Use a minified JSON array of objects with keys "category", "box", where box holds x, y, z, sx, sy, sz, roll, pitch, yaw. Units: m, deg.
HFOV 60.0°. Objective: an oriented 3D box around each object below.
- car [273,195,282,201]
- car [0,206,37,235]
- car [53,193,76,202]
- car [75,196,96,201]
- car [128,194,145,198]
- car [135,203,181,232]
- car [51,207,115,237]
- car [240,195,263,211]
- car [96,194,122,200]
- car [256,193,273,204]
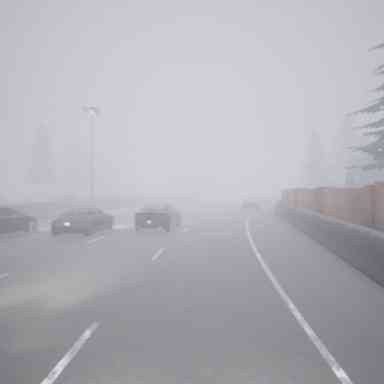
[{"category":"car","box":[17.665,1.214,68.209,1.895,1.301,4.718,0,0,29]},{"category":"car","box":[-9.378,1.406,15.899,1.837,1.490,4.892,0,0,6]},{"category":"car","box":[-21.588,1.029,56.987,2.097,1.767,4.553,0,0,19]},{"category":"car","box":[-17.545,1.284,58.019,1.895,1.301,4.718,0,0,20]},{"category":"car","box":[-9.850,1.193,58.499,2.128,1.511,4.902,0,0,21]},{"category":"car","box":[-1.874,1.381,19.547,1.882,1.535,5.008,0,0,8]},{"category":"car","box":[-5.642,1.466,17.639,1.994,1.385,4.181,0,0,7]},{"category":"car","box":[6.911,1.363,38.833,1.812,1.442,4.674,0,0,16]},{"category":"car","box":[-13.942,1.198,57.598,1.837,1.490,4.892,0,1,21]},{"category":"car","box":[11.655,1.122,55.915,2.097,1.767,4.553,0,0,24]}]
